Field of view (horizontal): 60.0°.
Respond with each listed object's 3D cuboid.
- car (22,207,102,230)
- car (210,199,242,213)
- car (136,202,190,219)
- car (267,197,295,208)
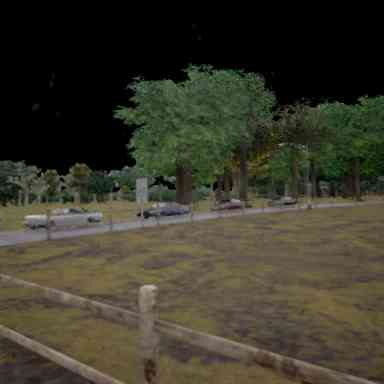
[{"bbox_3d":[-8.224,1.672,21.407,1.895,1.301,4.718,-2,-1,36],"label":"car"},{"bbox_3d":[4.017,1.476,36.876,1.812,1.442,4.674,-2,-1,43],"label":"car"},{"bbox_3d":[-2.403,1.568,29.281,2.033,1.411,5.357,-2,-1,38],"label":"car"},{"bbox_3d":[11.973,1.380,44.615,4.674,1.442,1.812,-2,-1,-40],"label":"car"}]
